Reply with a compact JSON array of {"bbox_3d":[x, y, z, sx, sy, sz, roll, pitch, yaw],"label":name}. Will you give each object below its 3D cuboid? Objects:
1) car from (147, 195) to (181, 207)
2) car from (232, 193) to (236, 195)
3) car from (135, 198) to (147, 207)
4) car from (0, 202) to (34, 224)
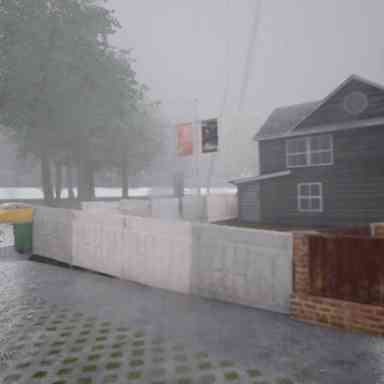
[{"bbox_3d":[-2.546,1.095,38.227,2.097,1.767,4.553,-2,0,36],"label":"car"},{"bbox_3d":[7.193,0.792,51.687,1.837,1.490,4.892,-2,-1,36],"label":"car"},{"bbox_3d":[-6.101,1.437,38.830,1.994,1.385,4.181,-2,0,36],"label":"car"},{"bbox_3d":[-13.012,1.544,23.592,1.882,1.535,5.008,-2,0,36],"label":"car"}]
